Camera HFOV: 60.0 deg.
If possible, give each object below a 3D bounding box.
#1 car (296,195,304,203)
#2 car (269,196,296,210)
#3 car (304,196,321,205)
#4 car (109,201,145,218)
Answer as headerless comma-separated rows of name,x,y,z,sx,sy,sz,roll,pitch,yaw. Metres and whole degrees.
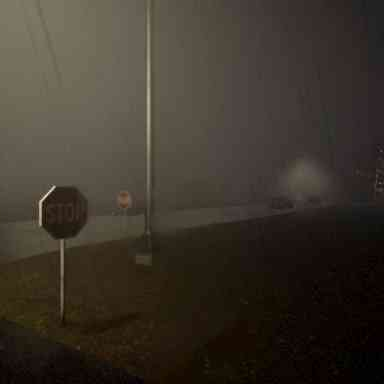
car,24.345,1.567,76.119,2.097,1.767,4.553,0,0,34
car,12.136,1.510,45.329,2.097,1.767,4.553,0,0,34
car,23.735,1.559,64.512,2.097,1.767,4.553,0,0,27
car,-5.617,1.624,31.453,2.128,1.511,4.902,0,1,34
